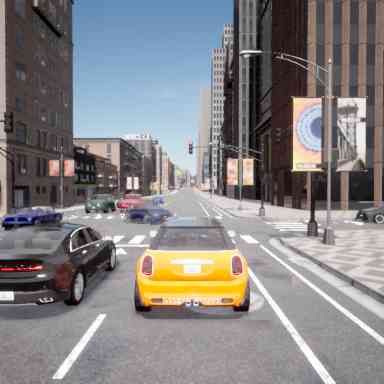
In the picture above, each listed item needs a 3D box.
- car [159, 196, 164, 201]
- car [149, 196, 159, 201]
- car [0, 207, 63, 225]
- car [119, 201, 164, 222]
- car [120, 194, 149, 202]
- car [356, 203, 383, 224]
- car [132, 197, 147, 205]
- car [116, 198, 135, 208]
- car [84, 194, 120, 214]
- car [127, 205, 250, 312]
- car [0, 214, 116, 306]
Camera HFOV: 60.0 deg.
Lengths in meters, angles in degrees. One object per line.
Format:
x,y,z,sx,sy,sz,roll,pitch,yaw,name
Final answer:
-6.555,1.507,64.275,1.882,1.535,5.008,0,0,0,car
-6.603,1.589,50.821,1.994,1.385,4.181,0,0,0,car
-9.852,1.604,20.848,1.895,1.301,4.718,0,0,0,car
-3.164,1.569,24.142,1.994,1.385,4.181,0,0,-42,car
-6.609,1.239,37.260,2.150,2.045,5.566,0,0,0,car
13.982,1.470,23.550,4.181,1.385,1.994,0,1,0,car
-9.807,1.593,62.481,1.994,1.385,4.181,0,0,1,car
-9.849,1.589,49.638,1.994,1.385,4.181,0,0,0,car
-9.860,1.236,36.146,2.150,2.045,5.566,0,0,0,car
0.009,1.351,7.878,2.097,1.767,4.553,0,0,0,car
-3.155,1.504,8.023,1.837,1.490,4.892,0,0,0,car
